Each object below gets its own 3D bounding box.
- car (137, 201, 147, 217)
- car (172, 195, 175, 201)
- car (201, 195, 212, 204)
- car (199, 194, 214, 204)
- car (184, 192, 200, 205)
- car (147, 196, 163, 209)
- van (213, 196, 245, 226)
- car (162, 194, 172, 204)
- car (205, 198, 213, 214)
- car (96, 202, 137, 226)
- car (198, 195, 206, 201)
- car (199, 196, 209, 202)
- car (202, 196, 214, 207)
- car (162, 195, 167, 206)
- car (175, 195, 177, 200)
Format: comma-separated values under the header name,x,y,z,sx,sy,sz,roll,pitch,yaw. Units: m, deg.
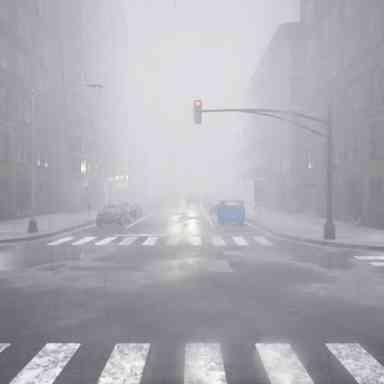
name,x,y,z,sx,sy,sz,roll,pitch,yaw
car,-5.381,1.541,28.821,1.887,1.381,4.507,0,0,0
car,-5.371,1.288,68.594,2.192,1.841,5.009,0,0,0
car,2.652,1.418,62.915,1.967,1.590,4.097,0,0,0
car,2.650,1.302,51.553,2.192,1.841,5.009,0,0,0
car,0.117,1.204,56.463,2.150,2.045,5.566,0,0,0
car,-5.377,1.516,45.697,1.752,1.417,4.829,0,0,0
van,2.642,1.338,23.146,1.690,1.788,3.998,0,0,0
car,-5.373,1.543,62.912,1.947,1.339,4.313,0,0,0
car,2.645,1.578,34.508,1.802,1.307,4.206,0,0,0
car,-5.383,1.548,23.139,2.008,1.369,4.403,0,0,0
car,2.658,1.525,85.640,1.947,1.339,4.313,0,0,0
car,2.655,1.519,74.278,2.008,1.369,4.403,0,0,0
car,2.648,1.573,45.871,1.802,1.307,4.206,0,0,0
car,-5.375,1.552,51.549,1.947,1.339,4.313,0,0,0
car,-5.369,1.404,79.958,1.967,1.590,4.097,0,0,0
